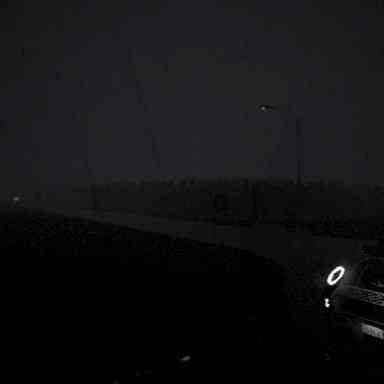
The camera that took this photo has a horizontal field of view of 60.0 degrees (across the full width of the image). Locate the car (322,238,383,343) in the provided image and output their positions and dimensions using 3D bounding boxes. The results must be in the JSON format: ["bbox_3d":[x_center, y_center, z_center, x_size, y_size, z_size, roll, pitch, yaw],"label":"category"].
[{"bbox_3d":[4.435,1.443,6.113,4.553,1.767,2.097,1,-1,-36],"label":"car"}]

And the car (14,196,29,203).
[{"bbox_3d":[-42.386,2.072,83.276,1.895,1.301,4.718,0,0,-36],"label":"car"}]
